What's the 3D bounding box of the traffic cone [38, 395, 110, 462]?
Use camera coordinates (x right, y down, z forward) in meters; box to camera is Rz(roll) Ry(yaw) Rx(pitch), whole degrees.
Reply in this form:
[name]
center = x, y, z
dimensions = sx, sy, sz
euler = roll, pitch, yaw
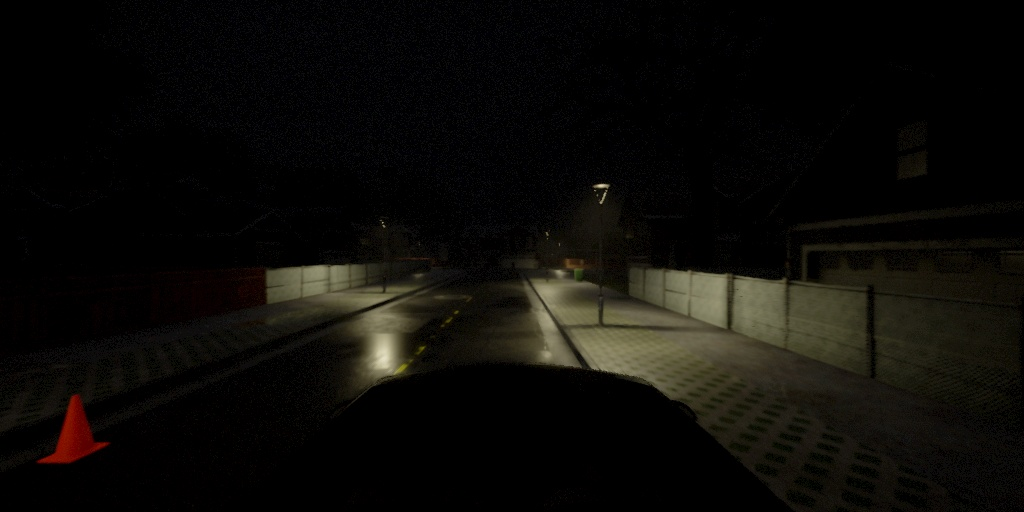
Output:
[traffic cone]
center = -4.425, 1.706, 3.636
dimensions = 0.340, 0.580, 0.340
euler = 0, 0, 0
